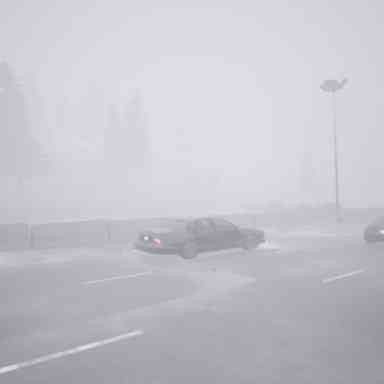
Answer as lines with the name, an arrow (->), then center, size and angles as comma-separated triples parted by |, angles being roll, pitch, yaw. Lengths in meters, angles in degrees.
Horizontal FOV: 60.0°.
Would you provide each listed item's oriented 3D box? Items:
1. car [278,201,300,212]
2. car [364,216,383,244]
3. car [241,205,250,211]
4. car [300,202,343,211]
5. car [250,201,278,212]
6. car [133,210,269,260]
car -> 12.731, 1.891, 39.481 | 4.674, 1.442, 1.812 | 1, -1, -36
car -> 9.748, 1.678, 15.324 | 4.181, 1.385, 1.994 | 1, -1, -37
car -> 8.825, 2.014, 45.292 | 4.718, 1.301, 1.895 | 1, -1, -36
car -> 14.487, 1.817, 36.430 | 5.008, 1.535, 1.882 | 1, -1, -36
car -> 10.112, 1.860, 41.903 | 5.008, 1.535, 1.882 | 1, -1, -36
car -> 0.464, 1.633, 12.804 | 5.357, 1.411, 2.033 | 0, 0, -37
